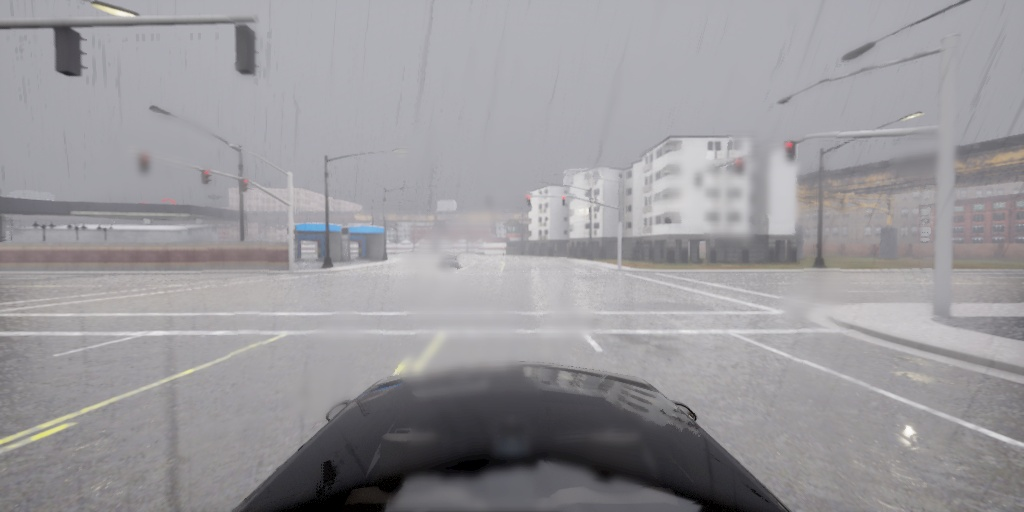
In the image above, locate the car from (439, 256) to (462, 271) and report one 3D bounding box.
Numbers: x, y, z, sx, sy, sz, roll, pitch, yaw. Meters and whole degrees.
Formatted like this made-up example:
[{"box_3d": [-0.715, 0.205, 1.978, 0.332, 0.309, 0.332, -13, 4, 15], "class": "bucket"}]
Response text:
[{"box_3d": [-5.727, 0.625, 33.422, 1.895, 1.301, 4.718, 0, 2, -9], "class": "car"}]
